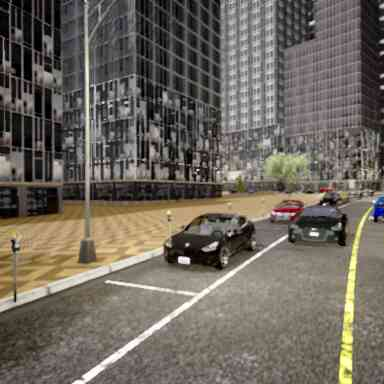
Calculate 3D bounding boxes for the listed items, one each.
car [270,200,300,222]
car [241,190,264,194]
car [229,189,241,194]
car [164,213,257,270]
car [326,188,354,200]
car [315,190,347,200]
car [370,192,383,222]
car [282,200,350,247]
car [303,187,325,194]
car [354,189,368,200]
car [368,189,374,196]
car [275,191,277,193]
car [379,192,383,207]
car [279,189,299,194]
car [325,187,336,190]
[{"bbox_3d":[6.144,1.140,20.626,1.802,1.307,4.206,1,2,29],"label":"car"},{"bbox_3d":[16.469,0.017,90.074,2.008,1.369,4.403,0,0,-44],"label":"car"},{"bbox_3d":[12.564,-0.063,94.077,1.967,1.590,4.097,0,0,-44],"label":"car"},{"bbox_3d":[0.788,1.371,10.627,1.947,1.339,4.313,1,2,27],"label":"car"},{"bbox_3d":[17.642,0.607,39.565,1.752,1.417,4.829,1,2,33],"label":"car"},{"bbox_3d":[14.754,0.761,35.089,1.947,1.339,4.313,1,2,32],"label":"car"},{"bbox_3d":[12.219,0.947,20.367,1.882,1.535,5.008,0,1,30],"label":"car"},{"bbox_3d":[5.232,1.254,13.459,1.994,1.385,4.181,0,1,28],"label":"car"},{"bbox_3d":[28.184,-0.061,78.066,1.947,1.339,4.313,0,0,-44],"label":"car"},{"bbox_3d":[23.912,0.394,48.753,2.008,1.369,4.403,1,2,35],"label":"car"},{"bbox_3d":[30.320,0.166,57.464,2.008,1.369,4.403,1,2,37],"label":"car"},{"bbox_3d":[26.006,-0.043,91.584,2.008,1.369,4.403,0,0,-44],"label":"car"},{"bbox_3d":[20.162,0.734,33.537,1.895,1.301,4.718,0,1,33],"label":"car"},{"bbox_3d":[24.279,-0.045,82.069,2.008,1.369,4.403,0,0,-44],"label":"car"},{"bbox_3d":[33.818,-0.341,83.575,2.192,1.841,5.009,0,0,-44],"label":"car"}]
